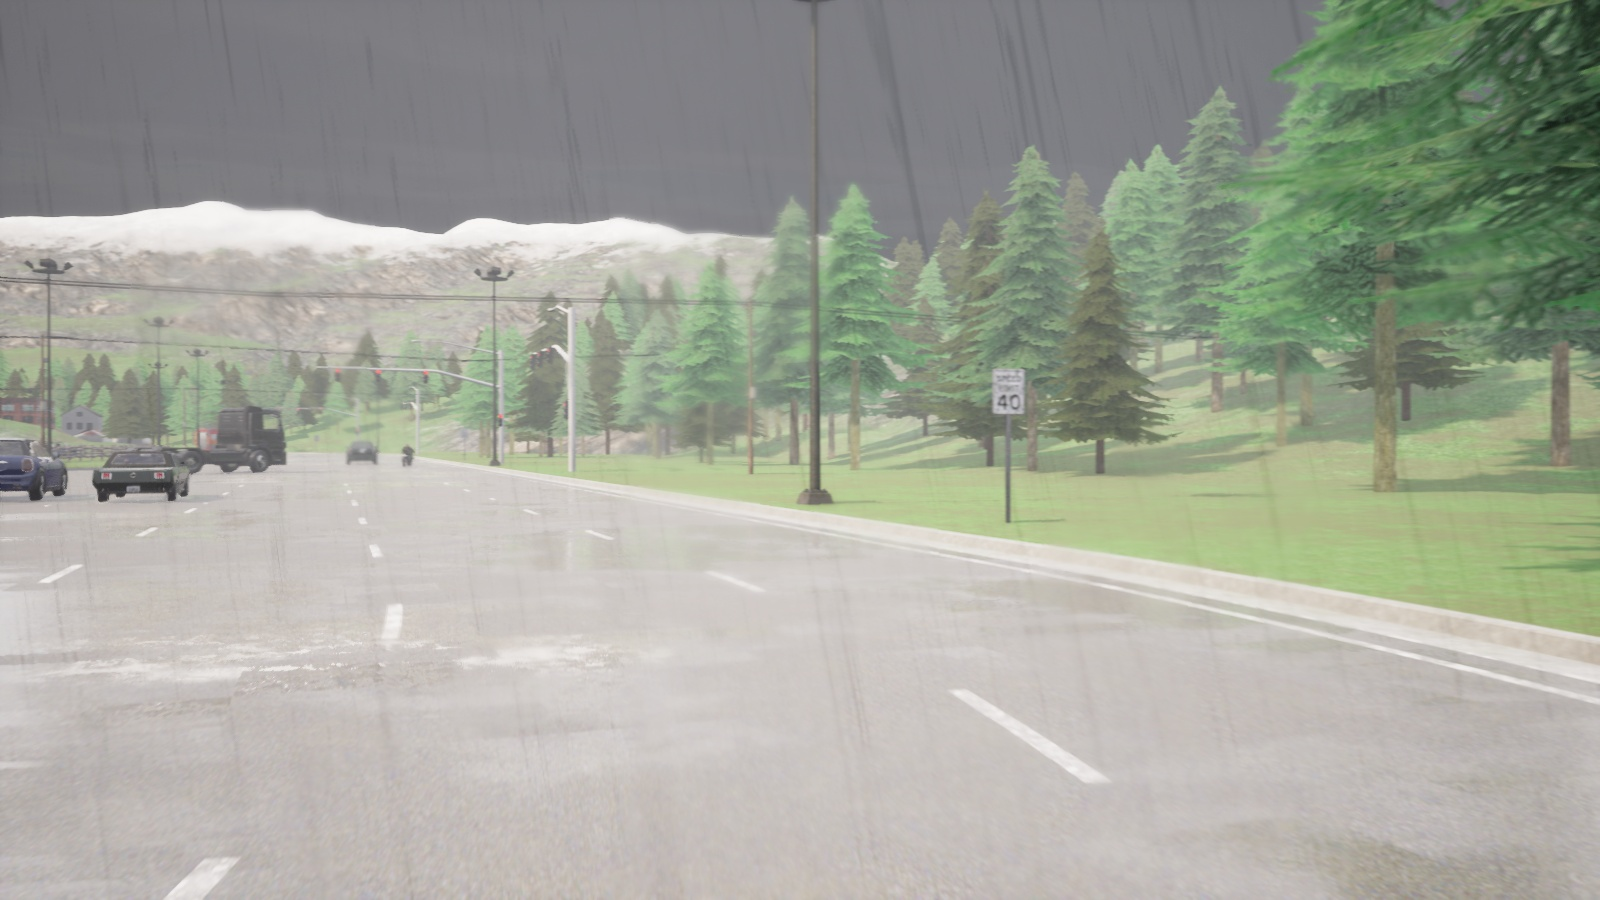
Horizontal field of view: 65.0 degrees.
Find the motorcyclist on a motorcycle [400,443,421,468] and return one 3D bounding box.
[{"bbox_3d":[-24.605,0.342,79.344,0.866,1.530,2.191,-1,0,-6],"label":"motorcyclist on a motorcycle"}]

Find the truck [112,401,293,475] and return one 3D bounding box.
[{"bbox_3d":[-29.816,-0.581,63.081,2.891,3.462,7.936,0,0,30],"label":"truck"}]

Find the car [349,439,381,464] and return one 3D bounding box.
[{"bbox_3d":[-31.203,0.107,90.113,2.097,1.767,4.553,0,0,-19],"label":"car"}]

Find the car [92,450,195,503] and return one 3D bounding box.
[{"bbox_3d":[-17.684,0.661,34.032,1.895,1.301,4.718,0,0,-20],"label":"car"}]

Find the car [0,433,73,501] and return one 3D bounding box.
[{"bbox_3d":[-21.599,0.419,34.506,2.097,1.767,4.553,0,0,-20],"label":"car"}]
